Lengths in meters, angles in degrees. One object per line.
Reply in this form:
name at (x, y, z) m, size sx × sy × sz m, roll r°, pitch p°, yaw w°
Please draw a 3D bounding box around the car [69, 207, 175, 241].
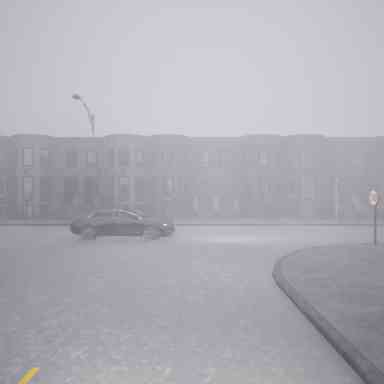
car at (-3.276, 1.492, 15.877) m, size 4.902 × 1.511 × 2.128 m, roll 0°, pitch 0°, yaw 0°
